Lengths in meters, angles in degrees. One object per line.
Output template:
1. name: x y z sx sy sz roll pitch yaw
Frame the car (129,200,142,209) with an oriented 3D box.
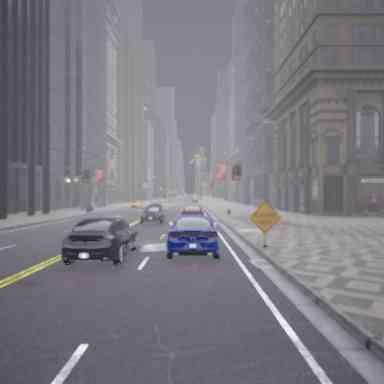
1. car: -9.788 2.220 58.511 1.882 1.535 5.008 0 -1 1

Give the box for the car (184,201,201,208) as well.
1. car: 0.055 1.845 28.496 1.882 1.535 5.008 0 0 1

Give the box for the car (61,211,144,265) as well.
1. car: -3.206 1.667 12.346 1.837 1.490 4.892 0 0 0

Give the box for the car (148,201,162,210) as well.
1. car: -6.537 2.343 58.495 1.895 1.301 4.718 0 -1 1

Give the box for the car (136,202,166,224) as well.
1. car: -3.202 1.887 28.030 1.812 1.442 4.674 0 0 0

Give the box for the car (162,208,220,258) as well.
1. car: 0.054 1.654 13.540 1.882 1.535 5.008 0 0 0

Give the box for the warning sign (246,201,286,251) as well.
1. warning sign: 2.858 1.285 13.032 1.300 1.860 1.060 1 0 0
